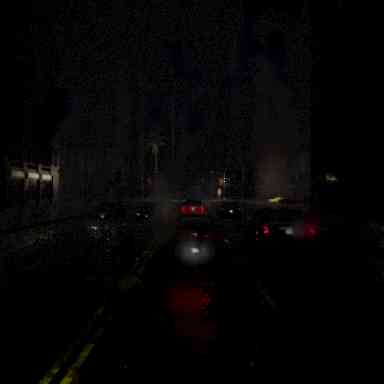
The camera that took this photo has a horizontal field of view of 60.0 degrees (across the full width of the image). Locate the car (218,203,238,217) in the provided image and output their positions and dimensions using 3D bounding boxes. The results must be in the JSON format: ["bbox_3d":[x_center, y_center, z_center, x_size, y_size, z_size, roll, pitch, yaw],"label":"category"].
[{"bbox_3d":[3.343,1.642,30.388,1.994,1.385,4.181,0,0,0],"label":"car"}]

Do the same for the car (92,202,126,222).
[{"bbox_3d":[-6.601,1.563,26.966,2.128,1.511,4.902,0,0,0],"label":"car"}]

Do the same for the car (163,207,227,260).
[{"bbox_3d":[0.089,1.543,12.542,1.837,1.490,4.892,0,0,0],"label":"car"}]

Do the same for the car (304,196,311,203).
[{"bbox_3d":[25.819,1.790,71.049,5.009,1.841,2.192,1,-1,0],"label":"car"}]

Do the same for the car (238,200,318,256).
[{"bbox_3d":[3.340,1.390,13.474,2.097,1.767,4.553,0,0,0],"label":"car"}]

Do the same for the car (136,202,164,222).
[{"bbox_3d":[-3.352,1.577,26.956,1.837,1.490,4.892,0,0,0],"label":"car"}]

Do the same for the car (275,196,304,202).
[{"bbox_3d":[20.729,1.950,71.062,4.507,1.381,1.887,1,-1,0],"label":"car"}]

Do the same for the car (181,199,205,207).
[{"bbox_3d":[0.091,1.428,29.506,2.097,1.767,4.553,0,0,0],"label":"car"}]
